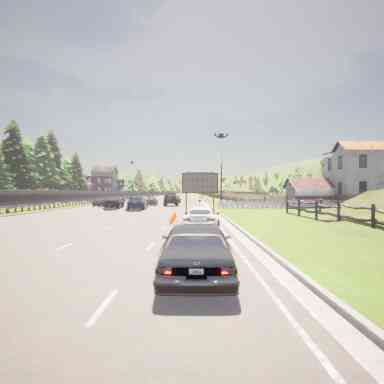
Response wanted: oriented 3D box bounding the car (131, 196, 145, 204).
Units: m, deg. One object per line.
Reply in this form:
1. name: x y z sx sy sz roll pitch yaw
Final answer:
1. car: -10.321 1.504 63.707 1.837 1.490 4.892 0 0 0

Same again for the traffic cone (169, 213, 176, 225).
1. traffic cone: -1.459 1.955 23.139 0.340 0.580 0.340 0 0 0

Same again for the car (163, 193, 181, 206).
1. car: -3.334 1.221 53.319 2.150 2.045 5.566 0 0 0

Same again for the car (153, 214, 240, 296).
1. car: 0.108 1.547 8.782 2.033 1.411 5.357 0 0 1

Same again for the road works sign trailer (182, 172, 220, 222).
1. road works sign trailer: 0.513 0.464 22.053 2.380 3.560 2.880 0 0 -4

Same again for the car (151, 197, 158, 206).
1. car: -6.831 1.547 55.824 2.033 1.411 5.357 0 0 0

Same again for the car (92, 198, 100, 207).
1. car: -13.842 1.564 51.082 1.994 1.385 4.181 0 0 1

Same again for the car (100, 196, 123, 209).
1. car: -10.345 1.477 44.519 1.882 1.535 5.008 0 0 0

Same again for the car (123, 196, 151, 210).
1. car: -6.847 1.351 42.065 2.097 1.767 4.553 0 0 0

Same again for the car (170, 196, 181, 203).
1. car: -3.315 1.564 68.534 1.994 1.385 4.181 0 0 0

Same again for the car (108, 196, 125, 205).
1. car: -13.824 1.478 61.122 1.882 1.535 5.008 0 0 0

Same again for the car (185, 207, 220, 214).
1. car: 0.539 1.538 18.438 1.812 1.442 4.674 0 -1 6

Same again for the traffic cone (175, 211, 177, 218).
1. traffic cone: -1.456 1.955 25.139 0.340 0.580 0.340 0 0 0
